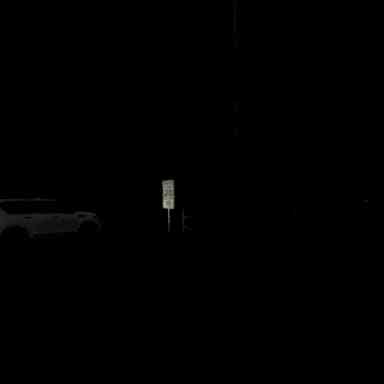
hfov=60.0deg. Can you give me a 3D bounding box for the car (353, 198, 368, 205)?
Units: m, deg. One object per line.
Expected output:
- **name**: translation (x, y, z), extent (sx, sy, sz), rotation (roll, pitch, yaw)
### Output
- **car**: translation (38.888, 2.109, 77.425), extent (2.097, 1.767, 4.553), rotation (-1, -1, 36)

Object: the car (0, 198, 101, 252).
- **car**: translation (-6.630, 1.274, 14.431), extent (2.150, 2.045, 5.566), rotation (-1, -1, 36)

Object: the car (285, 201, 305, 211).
- **car**: translation (15.131, 2.041, 49.146), extent (1.895, 1.301, 4.718), rotation (-1, -1, 36)
